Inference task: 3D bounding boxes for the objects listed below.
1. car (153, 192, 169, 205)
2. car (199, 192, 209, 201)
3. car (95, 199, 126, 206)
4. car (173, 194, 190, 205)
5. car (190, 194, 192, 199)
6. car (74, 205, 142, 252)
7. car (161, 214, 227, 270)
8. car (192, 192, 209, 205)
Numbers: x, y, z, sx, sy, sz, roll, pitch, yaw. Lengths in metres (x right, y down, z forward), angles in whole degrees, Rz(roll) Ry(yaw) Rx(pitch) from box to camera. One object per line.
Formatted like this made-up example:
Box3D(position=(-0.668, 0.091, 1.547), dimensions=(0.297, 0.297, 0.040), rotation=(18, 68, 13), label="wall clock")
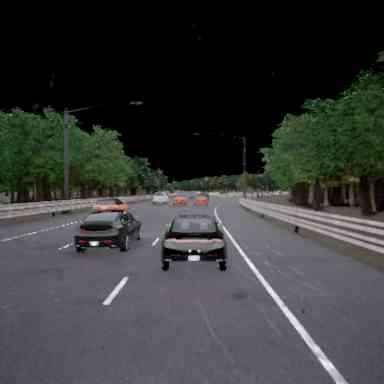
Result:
Box3D(position=(-5.265, 1.096, 57.122), dimensions=(2.150, 2.045, 5.566), rotation=(0, 0, 3), label="car")
Box3D(position=(2.792, 1.021, 76.584), dimensions=(2.150, 2.045, 5.566), rotation=(0, 0, 3), label="car")
Box3D(position=(-6.515, 1.316, 27.043), dimensions=(2.097, 1.767, 4.553), rotation=(0, 0, 2), label="car")
Box3D(position=(-1.857, 1.241, 54.473), dimensions=(2.097, 1.767, 4.553), rotation=(0, 0, 3), label="car")
Box3D(position=(-0.029, 1.276, 88.900), dimensions=(2.128, 1.511, 4.902), rotation=(0, 0, 3), label="car")
Box3D(position=(-3.298, 1.490, 13.769), dimensions=(1.837, 1.490, 4.892), rotation=(0, 0, 1), label="car")
Box3D(position=(0.080, 1.482, 10.979), dimensions=(2.128, 1.511, 4.902), rotation=(0, 0, 1), label="car")
Box3D(position=(1.568, 1.245, 54.655), dimensions=(2.097, 1.767, 4.553), rotation=(0, 0, 3), label="car")
